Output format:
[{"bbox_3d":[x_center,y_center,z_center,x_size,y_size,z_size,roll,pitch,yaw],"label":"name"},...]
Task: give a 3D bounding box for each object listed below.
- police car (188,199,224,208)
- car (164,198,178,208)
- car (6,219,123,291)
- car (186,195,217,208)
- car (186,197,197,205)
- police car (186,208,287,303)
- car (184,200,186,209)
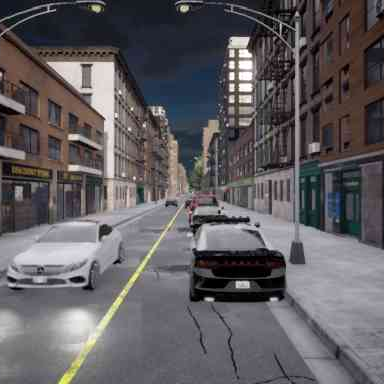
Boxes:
[{"bbox_3d":[0.872,1.433,18.427,1.930,1.638,5.238,0,0,0],"label":"police car"},{"bbox_3d":[-3.076,1.595,49.932,2.033,1.411,5.357,0,0,0],"label":"car"},{"bbox_3d":[-3.115,1.528,9.136,1.812,1.442,4.674,0,0,0],"label":"car"},{"bbox_3d":[0.863,1.239,24.348,2.150,2.045,5.566,0,0,0],"label":"car"},{"bbox_3d":[-0.092,1.629,59.873,1.994,1.385,4.181,0,0,0],"label":"car"},{"bbox_3d":[0.887,1.427,8.427,1.930,1.638,5.238,0,0,0],"label":"police car"},{"bbox_3d":[-0.058,1.547,46.482,1.837,1.490,4.892,0,0,0],"label":"car"}]
